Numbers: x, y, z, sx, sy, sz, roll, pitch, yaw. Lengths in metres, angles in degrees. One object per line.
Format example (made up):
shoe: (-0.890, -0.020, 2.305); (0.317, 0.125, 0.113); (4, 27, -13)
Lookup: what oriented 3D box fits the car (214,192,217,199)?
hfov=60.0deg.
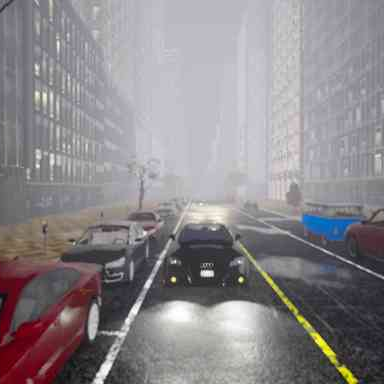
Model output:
car: (6.837, 1.184, 77.409); (1.967, 1.590, 4.097); (-1, 0, 1)

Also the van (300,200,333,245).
van: (6.192, 1.292, 14.892); (1.690, 1.788, 3.998); (-1, 0, 1)

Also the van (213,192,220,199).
van: (7.011, 1.026, 94.458); (1.690, 1.788, 3.998); (-1, 0, 1)

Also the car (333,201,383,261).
car: (6.133, 1.284, 9.209); (2.192, 1.841, 5.009); (-1, 0, 1)

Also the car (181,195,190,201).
car: (-1.543, 1.311, 77.496); (1.947, 1.339, 4.313); (-1, 0, 1)

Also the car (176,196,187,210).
car: (-1.952, 1.428, 37.712); (2.008, 1.369, 4.403); (-1, 0, 1)

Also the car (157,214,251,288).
car: (0.348, 1.534, 9.020); (1.994, 1.385, 4.181); (0, 0, 1)

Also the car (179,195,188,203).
car: (-1.661, 1.309, 65.959); (1.752, 1.417, 4.829); (-1, 0, 1)

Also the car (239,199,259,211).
car: (6.428, 1.427, 37.626); (2.008, 1.369, 4.403); (-1, 0, 1)

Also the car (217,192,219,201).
car: (6.718, 1.098, 66.043); (2.192, 1.841, 5.009); (-1, 0, 1)

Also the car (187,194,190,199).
car: (-1.778, 1.261, 54.762); (1.967, 1.590, 4.097); (-1, 0, 1)

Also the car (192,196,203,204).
car: (0.978, 1.350, 60.175); (2.033, 1.411, 5.357); (0, 0, 1)

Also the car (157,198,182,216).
car: (-2.070, 1.465, 26.346); (2.008, 1.369, 4.403); (-1, 0, 1)

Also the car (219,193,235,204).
car: (6.660, 1.117, 60.359); (2.192, 1.841, 5.009); (-1, 0, 1)

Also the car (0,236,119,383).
car: (-2.303, 1.533, 3.613); (1.887, 1.381, 4.507); (-1, 0, 1)

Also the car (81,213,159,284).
car: (-2.246, 1.520, 9.296); (2.008, 1.369, 4.403); (-1, 0, 1)

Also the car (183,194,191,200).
car: (-1.425, 1.256, 88.863); (2.008, 1.369, 4.403); (-1, 0, 1)

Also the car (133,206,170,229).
car: (-2.186, 1.533, 14.979); (1.802, 1.307, 4.206); (-1, 0, 1)

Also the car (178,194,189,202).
car: (-1.835, 1.422, 49.079); (1.802, 1.307, 4.206); (-1, 0, 1)
